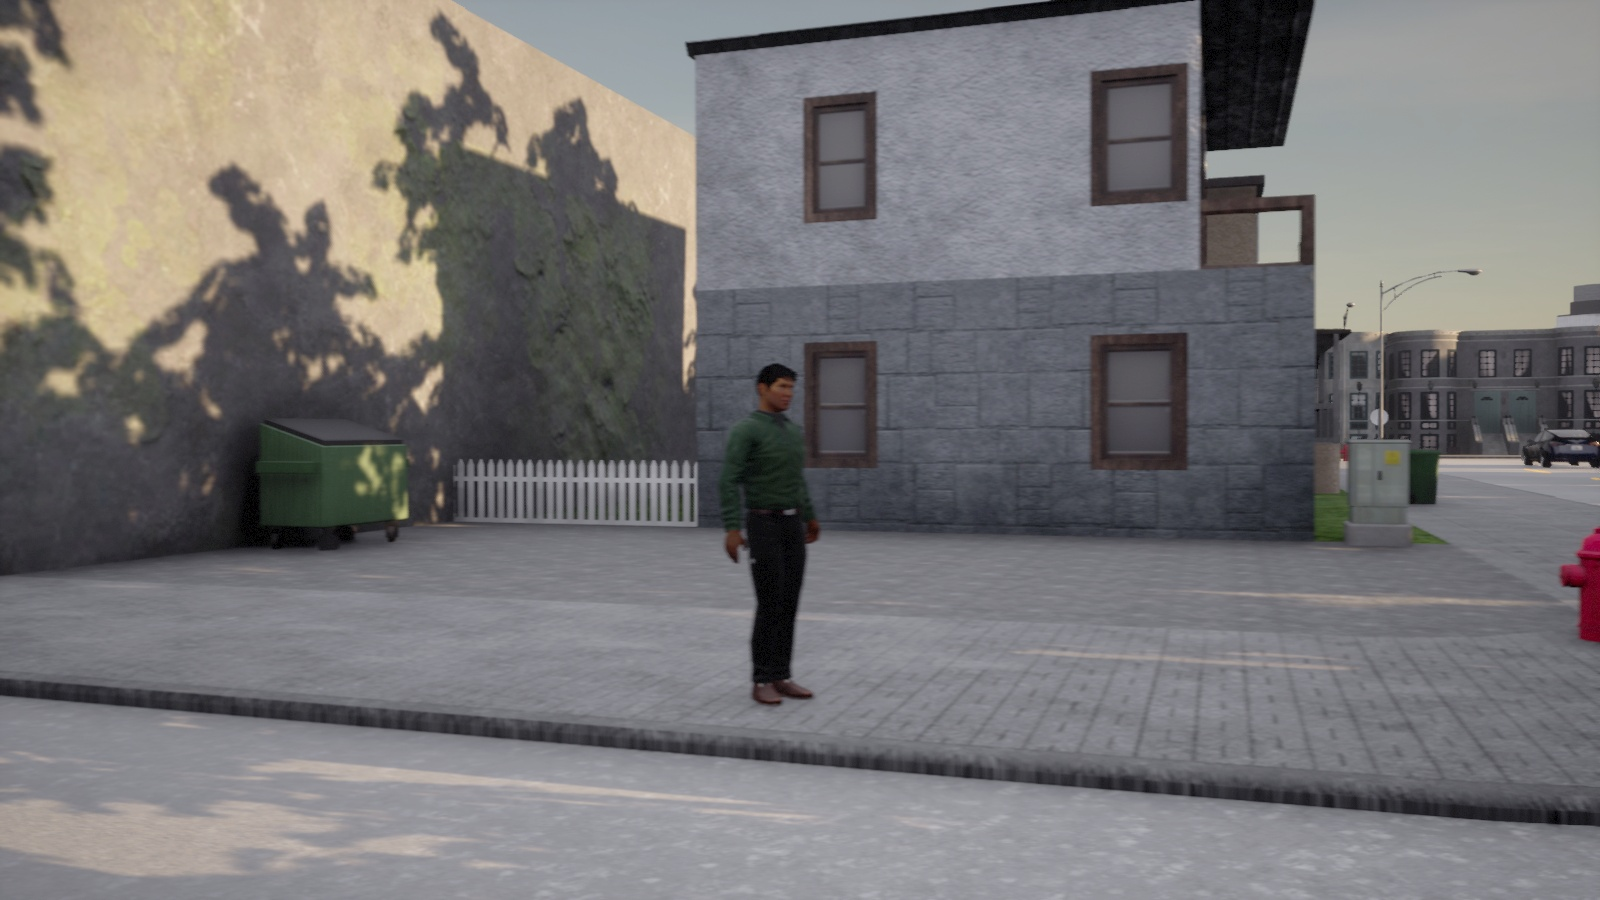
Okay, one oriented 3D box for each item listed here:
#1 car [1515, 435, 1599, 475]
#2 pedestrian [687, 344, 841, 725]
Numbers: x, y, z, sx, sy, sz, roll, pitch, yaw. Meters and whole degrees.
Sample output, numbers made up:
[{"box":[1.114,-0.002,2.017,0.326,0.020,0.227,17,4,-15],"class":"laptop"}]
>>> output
[{"box":[30.225,0.152,50.025,2.163,1.488,4.792,1,1,19],"class":"car"},{"box":[-0.206,0.427,6.846,0.423,1.949,0.788,-1,1,-42],"class":"pedestrian"}]
